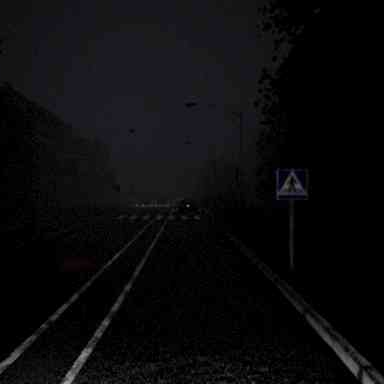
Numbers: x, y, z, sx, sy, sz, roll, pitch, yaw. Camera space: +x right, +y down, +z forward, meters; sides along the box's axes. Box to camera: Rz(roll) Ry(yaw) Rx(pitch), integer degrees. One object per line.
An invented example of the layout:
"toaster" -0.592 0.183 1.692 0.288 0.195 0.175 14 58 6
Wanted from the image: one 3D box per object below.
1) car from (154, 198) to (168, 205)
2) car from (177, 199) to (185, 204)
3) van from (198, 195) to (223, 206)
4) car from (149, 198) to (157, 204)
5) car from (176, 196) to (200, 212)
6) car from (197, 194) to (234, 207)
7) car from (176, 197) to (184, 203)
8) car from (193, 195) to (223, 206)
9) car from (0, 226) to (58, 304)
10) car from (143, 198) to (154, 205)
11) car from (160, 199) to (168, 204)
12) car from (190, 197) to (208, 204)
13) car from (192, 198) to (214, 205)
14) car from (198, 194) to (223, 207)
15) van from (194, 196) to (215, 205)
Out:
"car" -6.228 2.006 69.013 1.837 1.490 4.892 0 -1 -3
"car" -2.885 2.386 83.806 1.895 1.301 4.718 0 -1 -3
"van" 3.577 1.706 64.737 4.442 1.987 1.878 1 -2 -23
"car" -9.917 2.246 85.062 1.812 1.442 4.674 0 -1 -3
"car" -0.449 1.429 35.960 1.994 1.385 4.181 0 0 -1
"car" 3.935 1.487 55.805 5.566 2.045 2.435 2 -1 -23
"car" -3.502 2.232 93.813 2.097 1.767 4.553 0 -1 -4
"car" 3.340 1.740 67.654 5.566 2.045 2.435 1 -2 -23
"car" -4.298 1.479 6.809 1.812 1.442 4.674 0 0 -1
"car" -9.023 1.994 68.843 1.837 1.490 4.892 0 -1 -3
"car" -7.121 2.327 85.201 1.895 1.301 4.718 0 -1 -3
"car" 1.950 2.294 91.310 4.553 1.767 2.185 1 -1 -24
"car" 2.687 2.249 79.475 4.792 1.488 2.163 1 -1 -23
"car" 4.141 1.424 52.885 5.566 2.045 2.435 1 -2 -23
"van" 2.929 1.941 76.560 4.442 1.987 1.878 1 -2 -23
